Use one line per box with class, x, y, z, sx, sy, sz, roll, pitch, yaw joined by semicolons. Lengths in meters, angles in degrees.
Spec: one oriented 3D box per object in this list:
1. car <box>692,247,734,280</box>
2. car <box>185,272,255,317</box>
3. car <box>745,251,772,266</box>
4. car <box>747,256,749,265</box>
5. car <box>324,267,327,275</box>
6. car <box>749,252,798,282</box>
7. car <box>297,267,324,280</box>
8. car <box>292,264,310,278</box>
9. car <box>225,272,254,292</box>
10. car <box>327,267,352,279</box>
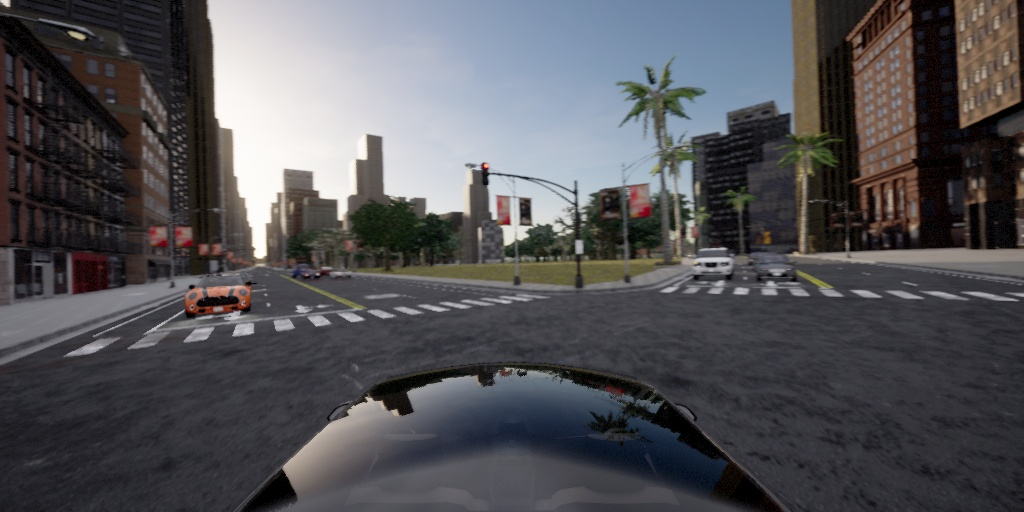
car;13.649;0.458;24.308;2.150;2.045;5.566;-2;0;32
car;-13.018;1.596;16.138;2.097;1.767;4.553;-2;0;-35
car;26.337;0.274;38.408;2.033;1.411;5.357;-2;0;31
car;20.588;0.455;29.084;2.128;1.511;4.902;-2;0;33
car;-28.963;2.437;55.864;1.882;1.535;5.008;-2;0;-35
car;15.571;0.658;21.319;2.128;1.511;4.902;-2;0;33
car;-26.070;2.418;46.298;1.895;1.301;4.718;-2;0;-35
car;-31.864;2.270;54.333;2.150;2.045;5.566;-2;0;-35
car;-23.915;2.202;31.609;1.812;1.442;4.674;-2;0;-35
car;-22.230;2.291;46.488;1.895;1.301;4.718;-2;0;-36
